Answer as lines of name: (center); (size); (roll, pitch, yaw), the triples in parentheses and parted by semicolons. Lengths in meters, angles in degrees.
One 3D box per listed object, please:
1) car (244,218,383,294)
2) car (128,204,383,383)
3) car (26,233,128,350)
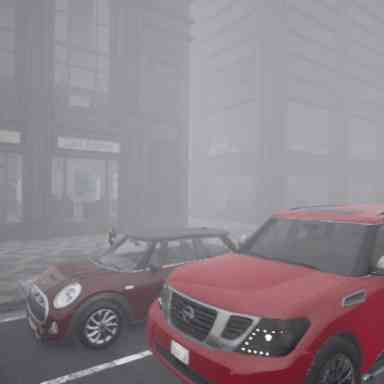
car: (3.777, 1.581, 9.454); (4.507, 1.381, 1.887); (0, 0, -36)
car: (2.128, 1.241, 4.898); (5.566, 2.045, 2.150); (0, 0, -36)
car: (-0.800, 1.452, 6.185); (4.097, 1.590, 1.967); (0, 0, -36)
